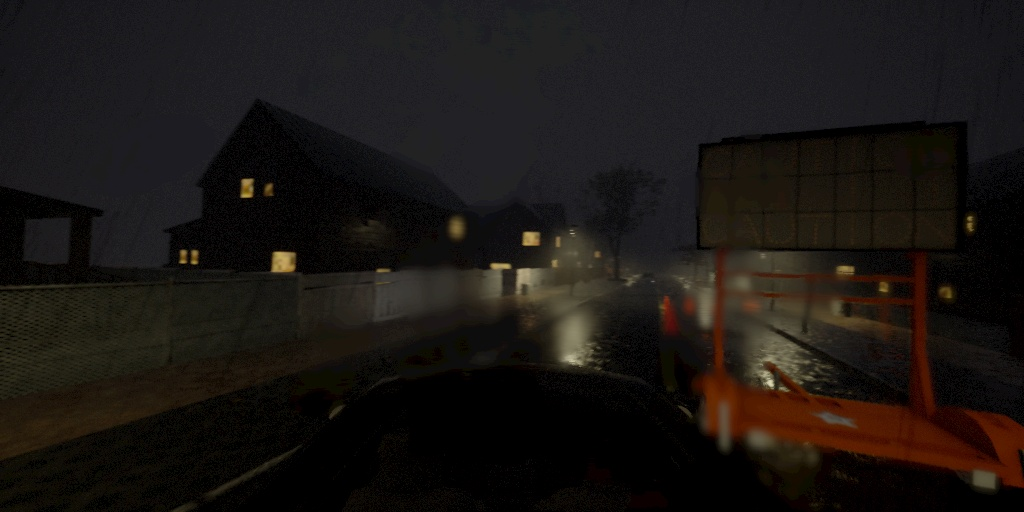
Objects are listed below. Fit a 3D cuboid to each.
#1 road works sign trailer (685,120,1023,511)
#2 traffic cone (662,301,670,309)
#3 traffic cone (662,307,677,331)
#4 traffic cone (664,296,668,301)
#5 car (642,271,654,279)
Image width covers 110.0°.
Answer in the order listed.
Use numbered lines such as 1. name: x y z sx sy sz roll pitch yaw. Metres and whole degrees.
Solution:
1. road works sign trailer: 3.413 0.352 4.207 2.380 3.560 2.880 0 0 22
2. traffic cone: 5.677 2.043 12.994 0.340 0.580 0.340 0 0 22
3. traffic cone: 4.933 1.992 11.138 0.340 0.580 0.340 0 0 22
4. traffic cone: 6.420 2.096 14.850 0.340 0.580 0.340 0 0 22
5. car: 22.445 3.068 59.045 1.895 1.301 4.718 1 -1 22
